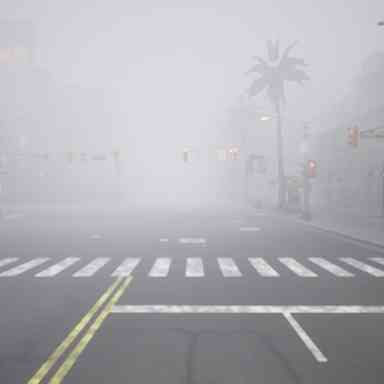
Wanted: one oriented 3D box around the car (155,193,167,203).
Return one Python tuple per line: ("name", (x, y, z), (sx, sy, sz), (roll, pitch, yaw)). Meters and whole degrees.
("car", (-6.999, 1.358, 76.172), (2.150, 2.045, 5.566), (0, 0, 0))
